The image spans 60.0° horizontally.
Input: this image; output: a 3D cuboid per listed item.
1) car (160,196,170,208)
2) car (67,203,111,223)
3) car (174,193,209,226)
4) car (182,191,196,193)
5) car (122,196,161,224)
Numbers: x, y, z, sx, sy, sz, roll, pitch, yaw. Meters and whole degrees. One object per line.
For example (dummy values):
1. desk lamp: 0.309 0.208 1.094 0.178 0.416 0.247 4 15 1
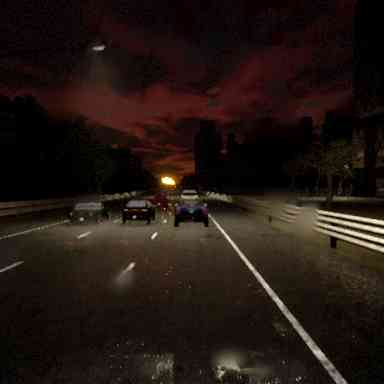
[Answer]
1. car: -3.839 1.179 40.283 1.812 1.442 4.674 0 1 -1
2. car: -7.066 1.421 23.428 1.895 1.301 4.718 0 1 -1
3. car: -0.052 1.184 21.910 2.097 1.767 4.553 0 0 -1
4. car: -0.353 0.865 41.205 2.150 2.045 5.566 0 1 -1
5. car: -3.562 1.317 22.918 2.128 1.511 4.902 0 1 -1
